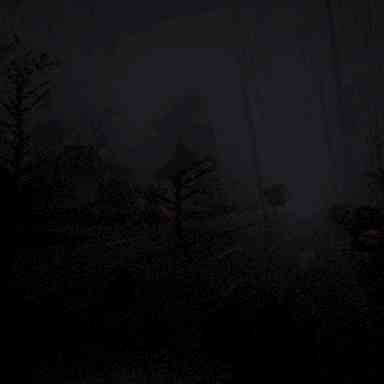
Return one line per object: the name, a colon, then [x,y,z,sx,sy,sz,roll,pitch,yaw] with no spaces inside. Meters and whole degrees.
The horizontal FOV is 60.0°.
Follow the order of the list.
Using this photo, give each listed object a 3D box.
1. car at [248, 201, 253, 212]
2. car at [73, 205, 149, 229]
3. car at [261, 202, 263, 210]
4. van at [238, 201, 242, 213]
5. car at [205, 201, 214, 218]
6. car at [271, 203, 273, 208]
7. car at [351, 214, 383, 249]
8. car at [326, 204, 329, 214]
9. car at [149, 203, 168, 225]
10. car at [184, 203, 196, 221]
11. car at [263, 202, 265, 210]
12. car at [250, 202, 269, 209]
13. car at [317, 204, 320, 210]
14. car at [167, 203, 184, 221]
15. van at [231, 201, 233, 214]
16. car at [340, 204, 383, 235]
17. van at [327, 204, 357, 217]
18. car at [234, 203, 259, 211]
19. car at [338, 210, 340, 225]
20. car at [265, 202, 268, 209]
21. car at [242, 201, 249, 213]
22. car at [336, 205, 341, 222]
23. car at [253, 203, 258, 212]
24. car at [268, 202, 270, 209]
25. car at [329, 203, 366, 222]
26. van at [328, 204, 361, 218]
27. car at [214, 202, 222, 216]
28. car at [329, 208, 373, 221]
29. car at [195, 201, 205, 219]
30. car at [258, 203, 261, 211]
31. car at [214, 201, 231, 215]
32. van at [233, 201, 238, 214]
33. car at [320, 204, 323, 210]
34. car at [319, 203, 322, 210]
car: [8.280,2.980,61.417,4.792,1.488,2.163,1,-2,0]
car: [-5.858,1.732,23.621,4.892,1.521,2.231,1,-2,1]
car: [12.373,3.183,72.569,4.553,1.767,2.185,1,-1,0]
van: [5.259,2.458,53.059,4.442,1.987,1.878,1,-2,0]
car: [-0.023,2.107,39.109,4.553,1.767,2.185,1,-1,1]
car: [18.776,3.914,92.199,5.366,1.575,1.946,1,-1,-2]
car: [10.413,2.060,14.879,5.366,1.575,1.946,3,-1,1]
car: [18.702,2.553,37.430,5.566,2.045,2.435,3,-1,1]
car: [-4.658,1.836,26.794,4.892,1.521,2.231,1,-1,1]
car: [-2.259,2.070,33.152,4.792,1.488,2.163,1,-2,0]
car: [13.341,3.397,75.357,5.008,1.535,2.097,1,-1,0]
car: [18.036,3.708,89.395,4.553,1.767,2.185,1,-2,-2]
car: [36.018,4.067,85.616,5.566,2.045,2.435,3,-1,-3]
car: [-3.660,1.931,29.969,5.366,1.575,1.946,1,-1,1]
van: [3.184,2.278,47.480,4.442,1.987,1.878,1,-2,1]
car: [11.334,1.910,17.717,5.566,2.045,2.435,3,-1,1]
van: [27.015,3.296,59.964,4.442,1.987,1.878,3,-1,0]
car: [11.338,3.220,69.775,4.892,1.521,2.231,1,-1,0]
car: [13.434,2.353,23.354,5.008,1.535,2.097,3,-1,1]
car: [15.241,3.602,80.951,4.792,1.488,2.163,1,-1,-1]
car: [6.364,2.772,55.839,5.366,1.575,1.946,1,-2,0]
car: [15.529,2.408,28.996,4.553,1.767,2.185,3,-1,1]
car: [9.264,2.788,64.205,5.566,2.045,2.435,1,-1,0]
car: [16.254,3.691,83.768,4.792,1.488,2.163,1,-2,-1]
car: [16.596,2.372,31.799,5.566,2.045,2.435,3,-1,1]
van: [24.919,3.116,54.318,4.442,1.987,1.878,3,-1,0]
car: [0.980,2.362,41.900,4.674,1.452,2.002,1,-2,1]
car: [21.875,3.076,45.872,5.008,1.535,2.097,3,-1,1]
car: [-1.127,2.016,36.330,4.553,1.767,2.185,1,-2,1]
car: [10.500,3.130,66.993,5.366,1.575,1.946,1,-2,0]
car: [1.999,2.160,44.689,5.566,2.045,2.435,1,-1,0]
van: [4.221,2.368,50.269,4.442,1.987,1.878,1,-2,1]
car: [33.197,4.058,77.018,5.008,1.535,2.097,3,-1,-1]
car: [35.113,4.233,82.741,5.008,1.535,2.097,3,-1,-2]
